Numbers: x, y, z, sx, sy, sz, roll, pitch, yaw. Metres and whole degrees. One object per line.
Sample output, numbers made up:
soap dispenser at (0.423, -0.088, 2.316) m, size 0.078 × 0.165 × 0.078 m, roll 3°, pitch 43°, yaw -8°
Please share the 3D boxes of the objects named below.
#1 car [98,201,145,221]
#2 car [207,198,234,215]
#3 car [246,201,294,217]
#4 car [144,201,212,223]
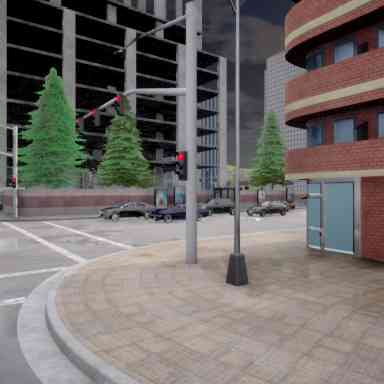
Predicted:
car at (-5.285, 1.547, 27.596) m, size 4.902 × 1.511 × 2.128 m, roll 0°, pitch 0°, yaw -35°
car at (2.202, 1.407, 32.889) m, size 4.553 × 1.767 × 2.097 m, roll 0°, pitch 0°, yaw -35°
car at (7.360, 1.581, 32.243) m, size 4.674 × 1.442 × 1.812 m, roll 0°, pitch 0°, yaw -35°
car at (-1.023, 1.656, 26.323) m, size 4.718 × 1.301 × 1.895 m, roll 0°, pitch 0°, yaw -35°
